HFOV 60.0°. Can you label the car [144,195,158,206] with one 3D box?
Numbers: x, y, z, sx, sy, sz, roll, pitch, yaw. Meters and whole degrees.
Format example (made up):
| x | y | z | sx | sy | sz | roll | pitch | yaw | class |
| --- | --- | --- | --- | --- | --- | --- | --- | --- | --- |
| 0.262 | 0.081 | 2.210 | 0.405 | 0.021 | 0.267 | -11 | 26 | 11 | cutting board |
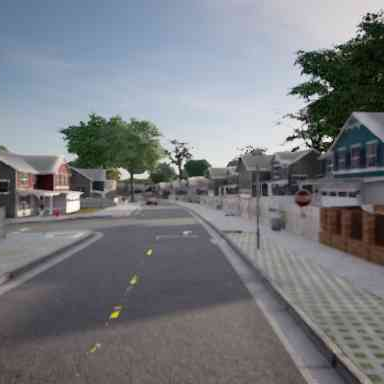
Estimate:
| x | y | z | sx | sy | sz | roll | pitch | yaw | class |
| --- | --- | --- | --- | --- | --- | --- | --- | --- | --- |
| -7.010 | 1.654 | 58.286 | 1.882 | 1.535 | 5.008 | 0 | 1 | -8 | car |
